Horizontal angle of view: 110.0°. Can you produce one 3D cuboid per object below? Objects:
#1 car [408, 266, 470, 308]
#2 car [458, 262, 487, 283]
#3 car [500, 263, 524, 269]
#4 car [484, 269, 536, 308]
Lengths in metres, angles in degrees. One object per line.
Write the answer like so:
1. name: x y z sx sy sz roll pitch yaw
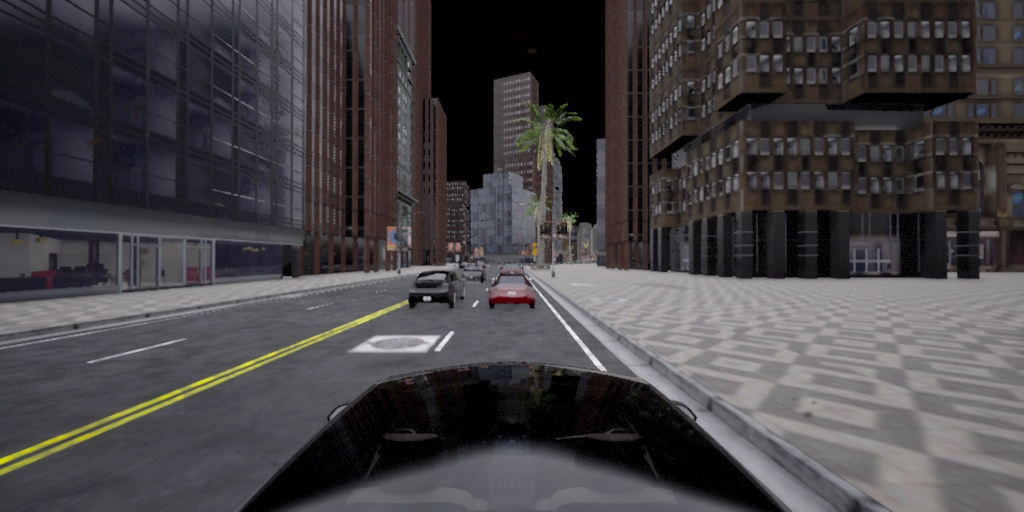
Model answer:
1. car: -3.249 1.395 16.147 1.837 1.490 4.892 0 0 0
2. car: -3.251 1.524 31.148 2.128 1.511 4.902 0 0 0
3. car: -0.003 1.379 30.929 2.097 1.767 4.553 0 -1 0
4. car: 0.001 1.451 16.121 1.994 1.385 4.181 0 -1 0
